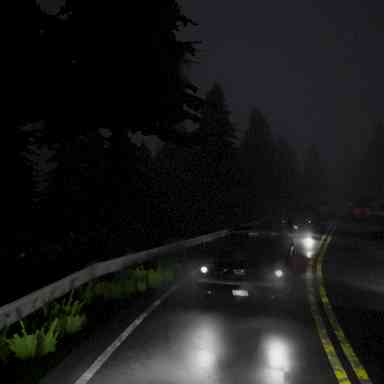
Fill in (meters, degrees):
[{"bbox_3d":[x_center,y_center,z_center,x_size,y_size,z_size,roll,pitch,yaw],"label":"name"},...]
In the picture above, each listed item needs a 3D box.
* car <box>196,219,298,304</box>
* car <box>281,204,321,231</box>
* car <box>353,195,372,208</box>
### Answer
[{"bbox_3d":[1.588,1.598,8.412,1.895,1.301,4.718,-1,0,18],"label":"car"},{"bbox_3d":[6.670,1.457,20.053,2.033,1.411,5.357,-2,0,26],"label":"car"},{"bbox_3d":[20.628,1.053,40.233,2.128,1.511,4.902,-2,0,28],"label":"car"}]
